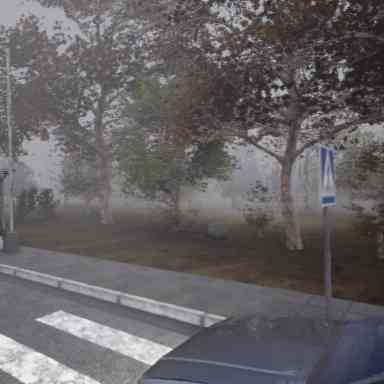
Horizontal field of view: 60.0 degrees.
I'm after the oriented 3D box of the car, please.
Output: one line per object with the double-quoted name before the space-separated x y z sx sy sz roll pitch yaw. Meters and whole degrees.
"car" 2.080 1.519 1.919 5.357 1.411 2.033 0 0 35
